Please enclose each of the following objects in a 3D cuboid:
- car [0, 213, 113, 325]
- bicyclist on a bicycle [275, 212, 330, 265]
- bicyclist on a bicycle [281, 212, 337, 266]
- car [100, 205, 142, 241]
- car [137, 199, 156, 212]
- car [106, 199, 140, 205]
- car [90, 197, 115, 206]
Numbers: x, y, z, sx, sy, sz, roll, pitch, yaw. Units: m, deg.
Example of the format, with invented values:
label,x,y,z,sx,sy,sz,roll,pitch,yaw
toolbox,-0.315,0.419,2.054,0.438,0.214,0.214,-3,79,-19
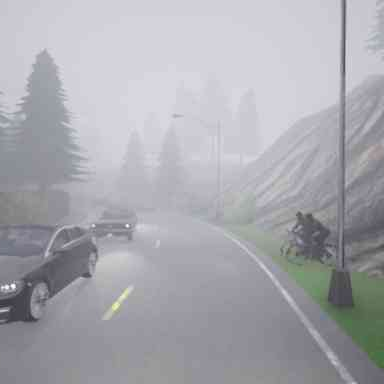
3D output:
label,x,y,z,sx,sy,sz,roll,pitch,yaw
car,-3.463,1.442,7.180,2.128,1.511,4.902,1,0,1
bicyclist on a bicycle,3.627,1.472,10.902,1.656,1.620,0.582,1,0,-19
bicyclist on a bicycle,3.732,1.474,10.214,1.656,1.620,0.582,2,0,1
car,-3.730,1.531,16.488,1.895,1.301,4.718,1,0,-6
car,-5.420,1.441,36.545,1.994,1.385,4.181,1,0,-25
car,-5.638,1.493,26.614,1.895,1.301,4.718,1,0,-16
car,-11.934,1.338,45.889,5.357,1.411,2.033,1,0,44
